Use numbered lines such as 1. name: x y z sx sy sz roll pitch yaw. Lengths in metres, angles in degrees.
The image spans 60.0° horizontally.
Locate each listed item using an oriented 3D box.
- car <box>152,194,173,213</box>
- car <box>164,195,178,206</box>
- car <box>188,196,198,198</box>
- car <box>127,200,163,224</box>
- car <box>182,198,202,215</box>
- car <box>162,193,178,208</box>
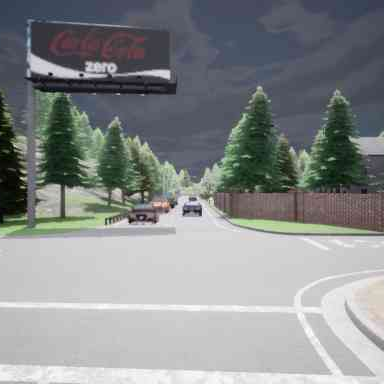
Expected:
1. car: -3.574 1.355 36.254 2.097 1.767 4.553 0 0 0
2. car: -3.518 1.357 57.043 2.097 1.767 4.553 0 0 0
3. car: 0.150 1.512 68.783 1.837 1.490 4.892 0 0 0
4. car: -3.487 1.567 24.461 1.994 1.385 4.181 0 0 -2
5. car: 0.050 1.604 33.949 1.895 1.301 4.718 0 0 1
6. car: -3.554 1.225 46.602 2.150 2.045 5.566 0 0 0
